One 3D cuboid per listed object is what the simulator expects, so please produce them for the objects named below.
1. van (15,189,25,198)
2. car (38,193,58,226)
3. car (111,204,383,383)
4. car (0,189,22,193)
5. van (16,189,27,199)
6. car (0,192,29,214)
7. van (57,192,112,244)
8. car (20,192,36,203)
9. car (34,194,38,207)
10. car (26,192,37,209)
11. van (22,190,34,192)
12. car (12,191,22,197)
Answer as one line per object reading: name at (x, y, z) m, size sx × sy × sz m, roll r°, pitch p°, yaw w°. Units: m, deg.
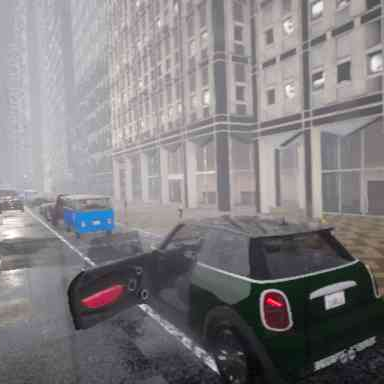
van at (-35.985, 0.355, 69.629) m, size 1.690 × 1.788 × 3.998 m, roll -3°, pitch 2°, yaw -30°
car at (-7.672, 0.934, 20.178) m, size 2.192 × 1.841 × 5.009 m, roll -3°, pitch 2°, yaw -30°
car at (0.461, 1.145, 5.369) m, size 2.097 × 1.767 × 4.553 m, roll -3°, pitch 2°, yaw -30°
car at (-21.814, 0.731, 39.472) m, size 2.150 × 2.045 × 5.566 m, roll -3°, pitch 2°, yaw -30°
van at (-33.153, 0.419, 64.684) m, size 1.690 × 1.788 × 3.998 m, roll -3°, pitch 2°, yaw -30°
car at (-16.468, 1.105, 30.321) m, size 2.128 × 1.511 × 4.902 m, roll -3°, pitch 2°, yaw -30°
van at (-4.840, 1.015, 15.233) m, size 1.690 × 1.788 × 3.998 m, roll -3°, pitch 2°, yaw -30°
car at (-24.651, 0.811, 49.857) m, size 1.887 × 1.381 × 4.507 m, roll -3°, pitch 2°, yaw -30°
car at (-10.580, 1.087, 25.277) m, size 1.752 × 1.417 × 4.829 m, roll -3°, pitch 2°, yaw -30°
car at (-16.158, 0.999, 35.023) m, size 2.008 × 1.369 × 4.403 m, roll -3°, pitch 2°, yaw -30°
van at (-21.828, 0.670, 44.905) m, size 1.690 × 1.788 × 3.998 m, roll -3°, pitch 2°, yaw -30°
car at (-44.471, 0.382, 84.472) m, size 1.947 × 1.339 × 4.313 m, roll -3°, pitch 2°, yaw -30°
